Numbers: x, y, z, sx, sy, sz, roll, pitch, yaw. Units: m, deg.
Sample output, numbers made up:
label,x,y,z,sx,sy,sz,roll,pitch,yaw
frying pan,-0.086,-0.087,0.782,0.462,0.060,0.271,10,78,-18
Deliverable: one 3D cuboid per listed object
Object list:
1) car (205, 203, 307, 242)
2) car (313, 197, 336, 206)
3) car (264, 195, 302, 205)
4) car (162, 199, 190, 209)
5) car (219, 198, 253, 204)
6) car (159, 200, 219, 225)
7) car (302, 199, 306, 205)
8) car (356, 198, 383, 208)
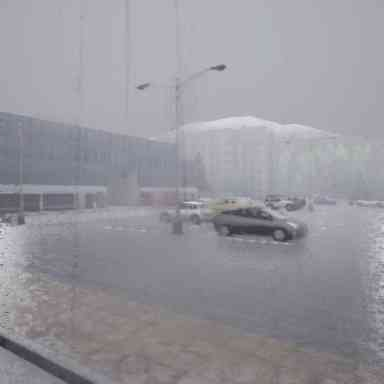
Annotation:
label,x,y,z,sx,sy,sz,roll,pitch,yaw
car,3.220,1.503,16.216,4.514,1.523,2.007,0,0,35
car,22.638,1.594,56.830,3.633,1.501,1.845,0,0,35
car,10.434,1.297,39.141,3.866,1.878,1.905,0,0,35
car,-2.413,1.842,51.664,1.895,1.301,4.718,0,0,36
car,3.035,1.374,28.703,5.027,1.636,2.152,0,0,35
car,-0.412,1.452,23.280,3.806,1.475,1.970,0,0,35
car,11.778,1.318,41.750,4.605,1.855,1.932,0,0,35
car,26.969,1.589,50.107,3.806,1.475,1.970,0,0,35
